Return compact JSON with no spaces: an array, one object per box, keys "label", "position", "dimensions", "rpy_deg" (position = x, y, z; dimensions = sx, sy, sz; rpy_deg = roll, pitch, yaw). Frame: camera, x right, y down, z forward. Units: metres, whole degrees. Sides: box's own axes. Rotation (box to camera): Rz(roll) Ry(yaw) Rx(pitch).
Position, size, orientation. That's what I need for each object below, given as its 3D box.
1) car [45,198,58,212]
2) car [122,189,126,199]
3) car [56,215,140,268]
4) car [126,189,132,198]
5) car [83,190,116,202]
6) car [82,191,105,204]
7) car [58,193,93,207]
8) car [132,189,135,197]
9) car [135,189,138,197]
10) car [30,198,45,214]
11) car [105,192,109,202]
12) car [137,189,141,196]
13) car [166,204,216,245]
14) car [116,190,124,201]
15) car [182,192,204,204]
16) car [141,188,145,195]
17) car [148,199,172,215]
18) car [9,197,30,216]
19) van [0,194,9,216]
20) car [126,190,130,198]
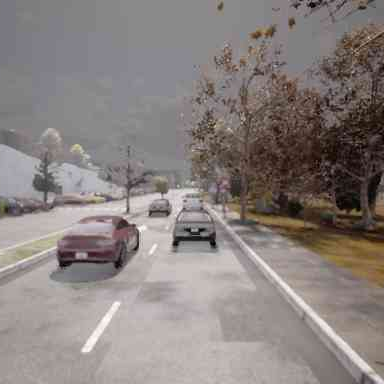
[{"label":"car","position":[-16.826,1.326,34.612],"dimensions":[4.792,1.488,2.163],"rpy_deg":[-1,0,-20]},{"label":"car","position":[-16.861,0.727,67.610],"dimensions":[5.566,2.045,2.435],"rpy_deg":[-1,1,-20]},{"label":"car","position":[-2.914,1.494,11.053],"dimensions":[1.812,1.442,4.674],"rpy_deg":[0,0,0]},{"label":"car","position":[-16.859,0.683,76.623],"dimensions":[4.553,1.767,2.185],"rpy_deg":[-1,1,-20]},{"label":"car","position":[-16.815,0.853,58.630],"dimensions":[5.566,2.045,2.435],"rpy_deg":[-1,0,-20]},{"label":"car","position":[-17.013,1.161,52.540],"dimensions":[5.366,1.575,1.946],"rpy_deg":[-1,1,-20]},{"label":"car","position":[-16.819,1.238,46.617],"dimensions":[4.792,1.488,2.163],"rpy_deg":[-1,0,-20]},{"label":"car","position":[-16.828,0.784,79.636],"dimensions":[4.674,1.452,2.002],"rpy_deg":[-1,1,-20]},{"label":"car","position":[-16.817,0.676,82.635],"dimensions":[5.008,1.535,2.097],"rpy_deg":[-1,2,-20]},{"label":"car","position":[-16.849,1.359,31.593],"dimensions":[4.674,1.452,2.002],"rpy_deg":[-1,1,-20]},{"label":"car","position":[-16.844,1.173,55.614],"dimensions":[4.674,1.452,2.002],"rpy_deg":[-1,0,-20]},{"label":"car","position":[-16.794,0.564,88.651],"dimensions":[4.792,1.488,2.163],"rpy_deg":[-1,1,-20]},{"label":"car","position":[0.099,1.491,15.250],"dimensions":[2.033,1.411,5.357],"rpy_deg":[0,0,0]},{"label":"car","position":[-16.662,1.018,64.686],"dimensions":[5.366,1.575,1.946],"rpy_deg":[-1,1,-20]},{"label":"car","position":[0.098,1.022,35.446],"dimensions":[2.150,2.045,5.566],"rpy_deg":[0,1,0]},{"label":"car","position":[-16.798,0.216,91.647],"dimensions":[5.566,2.045,2.435],"rpy_deg":[-1,1,-20]},{"label":"car","position":[-2.902,1.376,30.977],"dimensions":[2.033,1.411,5.357],"rpy_deg":[0,0,0]},{"label":"car","position":[-16.828,1.215,28.620],"dimensions":[4.553,1.767,2.185],"rpy_deg":[-1,1,-20]},{"label":"van","position":[-16.969,1.139,25.584],"dimensions":[4.442,1.987,1.878],"rpy_deg":[-1,1,-20]},{"label":"car","position":[-16.831,0.913,73.638],"dimensions":[4.674,1.452,2.002],"rpy_deg":[-1,1,-20]}]
